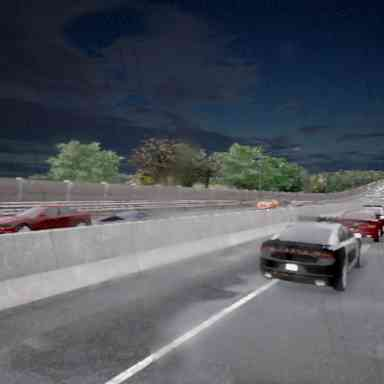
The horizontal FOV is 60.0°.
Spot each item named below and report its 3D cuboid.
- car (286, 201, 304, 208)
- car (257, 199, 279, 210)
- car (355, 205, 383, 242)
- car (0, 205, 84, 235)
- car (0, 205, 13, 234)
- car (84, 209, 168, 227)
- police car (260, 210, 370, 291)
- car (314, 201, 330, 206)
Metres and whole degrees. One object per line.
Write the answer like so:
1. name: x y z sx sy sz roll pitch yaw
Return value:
1. car: 16.493 2.107 52.804 1.812 1.442 4.674 1 -1 34
2. car: 11.959 1.847 52.284 2.097 1.767 4.553 1 -1 33
3. car: 9.080 1.671 17.815 1.882 1.535 5.008 1 0 33
4. car: -7.345 1.415 16.591 1.882 1.535 5.008 1 0 33
5. car: -11.888 1.416 16.054 2.033 1.411 5.357 1 0 33
6. car: -2.967 1.567 16.880 1.994 1.385 4.181 1 0 33
7. police car: 3.641 1.499 9.546 1.930 1.638 5.238 1 0 33
8. car: 20.931 2.213 53.172 2.033 1.411 5.357 1 -1 34
